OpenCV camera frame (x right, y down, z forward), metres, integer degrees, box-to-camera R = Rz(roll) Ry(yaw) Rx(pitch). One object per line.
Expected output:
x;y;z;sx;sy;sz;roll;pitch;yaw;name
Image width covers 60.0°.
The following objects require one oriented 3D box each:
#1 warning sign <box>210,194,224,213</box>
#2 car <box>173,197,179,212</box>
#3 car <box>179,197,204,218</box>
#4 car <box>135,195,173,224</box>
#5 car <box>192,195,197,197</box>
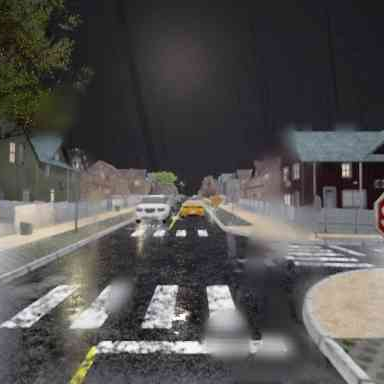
2.480;1.137;33.156;1.300;1.860;1.060;-2;-2;0;warning sign
-2.860;1.534;39.711;1.837;1.490;4.892;0;0;0;car
0.090;1.496;30.403;1.882;1.535;5.008;0;0;0;car
-2.857;1.237;25.160;2.150;2.045;5.566;0;0;0;car
0.042;1.572;57.886;1.837;1.490;4.892;0;0;0;car
